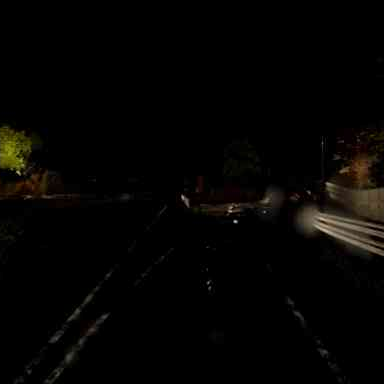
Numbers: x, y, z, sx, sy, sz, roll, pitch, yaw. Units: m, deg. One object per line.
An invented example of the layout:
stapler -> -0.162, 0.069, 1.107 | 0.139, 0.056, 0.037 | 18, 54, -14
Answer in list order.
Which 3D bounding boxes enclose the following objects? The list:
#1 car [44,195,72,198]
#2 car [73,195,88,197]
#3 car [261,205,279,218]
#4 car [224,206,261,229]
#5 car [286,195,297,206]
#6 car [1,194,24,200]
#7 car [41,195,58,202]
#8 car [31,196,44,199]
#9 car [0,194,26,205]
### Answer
car -> -23.514, 1.435, 58.403 | 2.033, 1.411, 5.357 | 0, 0, -2
car -> -24.135, 1.348, 74.074 | 2.033, 1.411, 5.357 | 0, 0, -2
car -> 8.714, 2.212, 38.161 | 1.994, 1.385, 4.181 | 1, -1, 23
car -> 3.575, 1.800, 24.486 | 2.128, 1.511, 4.902 | 0, -1, 16
car -> 20.136, 1.951, 67.255 | 1.994, 1.385, 4.181 | 0, 3, 18
car -> -22.907, 1.358, 41.986 | 1.882, 1.535, 5.008 | 0, 0, -2
car -> -31.087, 1.340, 72.753 | 1.812, 1.442, 4.674 | 0, 0, -2
car -> -27.019, 1.417, 58.603 | 2.033, 1.411, 5.357 | 0, 0, -2
car -> -30.450, 1.204, 56.552 | 2.097, 1.767, 4.553 | 0, 0, -2
